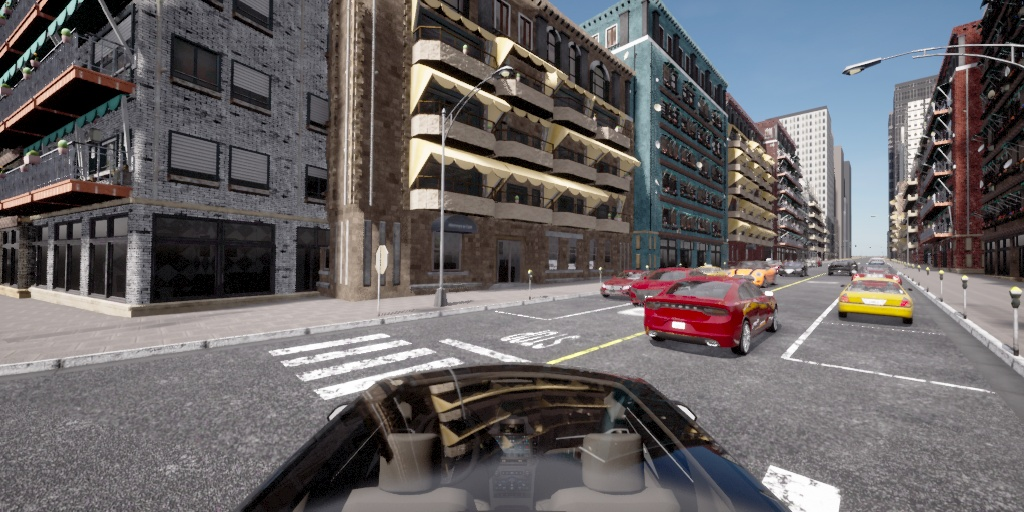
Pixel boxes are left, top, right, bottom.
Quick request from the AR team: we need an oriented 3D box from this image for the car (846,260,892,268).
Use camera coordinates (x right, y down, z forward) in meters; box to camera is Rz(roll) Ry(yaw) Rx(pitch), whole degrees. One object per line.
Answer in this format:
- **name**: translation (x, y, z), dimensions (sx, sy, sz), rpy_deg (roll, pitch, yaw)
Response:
- **car**: translation (19.870, 1.204, 19.591), dimensions (4.097, 1.591, 1.967), rpy_deg (0, 0, -44)

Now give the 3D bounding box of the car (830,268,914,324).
- **car**: translation (12.073, 1.283, 11.957), dimensions (4.829, 1.417, 1.751), rpy_deg (0, 0, -44)

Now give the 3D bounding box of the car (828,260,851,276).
- **car**: translation (34.238, 1.283, 37.300), dimensions (4.892, 1.490, 1.837), rpy_deg (0, 0, -45)

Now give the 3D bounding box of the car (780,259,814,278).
- **car**: translation (27.682, 1.276, 35.219), dimensions (4.902, 1.511, 2.128), rpy_deg (0, 0, -44)

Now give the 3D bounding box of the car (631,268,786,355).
- **car**: translation (5.094, 1.235, 8.891), dimensions (5.008, 1.535, 1.882), rpy_deg (0, 0, -44)

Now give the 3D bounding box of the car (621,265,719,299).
- **car**: translation (6.726, 1.246, 14.827), dimensions (5.008, 1.535, 1.882), rpy_deg (0, 0, -44)

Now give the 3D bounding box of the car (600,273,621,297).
- **car**: translation (6.051, 1.357, 17.789), dimensions (4.207, 1.307, 1.802), rpy_deg (0, 0, -44)

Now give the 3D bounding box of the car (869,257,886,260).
- **car**: translation (43.622, 1.213, 42.850), dimensions (4.097, 1.591, 1.967), rpy_deg (0, 0, -44)

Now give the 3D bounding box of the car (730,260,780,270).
- **car**: translation (15.819, 1.129, 23.723), dimensions (4.553, 1.767, 2.097), rpy_deg (0, 0, -44)
